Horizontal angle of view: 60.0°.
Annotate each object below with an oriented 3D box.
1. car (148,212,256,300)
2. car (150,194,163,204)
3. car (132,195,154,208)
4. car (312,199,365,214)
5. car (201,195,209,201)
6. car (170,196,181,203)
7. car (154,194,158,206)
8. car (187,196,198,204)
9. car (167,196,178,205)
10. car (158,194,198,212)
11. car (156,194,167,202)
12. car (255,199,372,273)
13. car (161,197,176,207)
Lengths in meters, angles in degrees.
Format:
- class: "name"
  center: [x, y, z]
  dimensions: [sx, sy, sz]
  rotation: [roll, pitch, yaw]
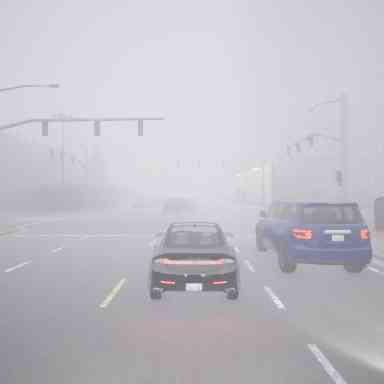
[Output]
- class: "car"
  center: [0.058, 1.492, 8.391]
  dimensions: [2.128, 1.511, 4.902]
  rotation: [0, 0, 0]
- class: "car"
  center: [-7.023, 1.352, 66.211]
  dimensions: [2.097, 1.767, 4.553]
  rotation: [0, 0, 0]
- class: "car"
  center: [-7.140, 1.352, 47.268]
  dimensions: [2.097, 1.767, 4.553]
  rotation: [0, 0, 2]
- class: "car"
  center: [15.586, 1.560, 35.628]
  dimensions: [4.892, 1.490, 1.837]
  rotation: [0, 0, 0]
- class: "car"
  center: [3.509, 1.525, 88.823]
  dimensions: [2.128, 1.511, 4.902]
  rotation: [0, 0, 0]
- class: "car"
  center: [-3.493, 1.540, 71.880]
  dimensions: [2.033, 1.411, 5.357]
  rotation: [0, 0, 0]
- class: "car"
  center: [-7.079, 1.352, 56.092]
  dimensions: [2.097, 1.767, 4.553]
  rotation: [0, 0, 0]
- class: "car"
  center: [0.105, 1.564, 64.052]
  dimensions: [1.994, 1.385, 4.181]
  rotation: [0, 0, 0]
- class: "car"
  center: [-3.562, 1.505, 61.480]
  dimensions: [1.837, 1.490, 4.892]
  rotation: [0, 0, 1]
- class: "car"
  center: [-1.374, 1.376, 36.742]
  dimensions: [2.097, 1.767, 4.553]
  rotation: [0, 0, 28]
- class: "car"
  center: [-6.992, 1.355, 76.460]
  dimensions: [2.097, 1.767, 4.553]
  rotation: [0, 0, 0]
- class: "car"
  center: [3.572, 1.221, 10.834]
  dimensions: [2.150, 2.045, 5.566]
  rotation: [0, 0, 0]
- class: "car"
  center: [-3.581, 1.547, 51.885]
  dimensions: [2.033, 1.411, 5.357]
  rotation: [0, 0, 0]
